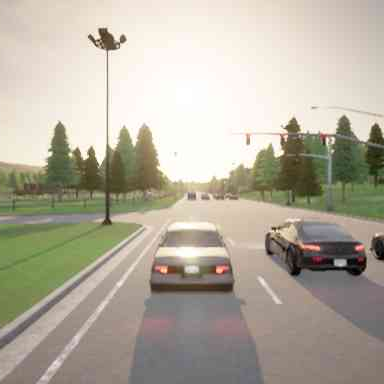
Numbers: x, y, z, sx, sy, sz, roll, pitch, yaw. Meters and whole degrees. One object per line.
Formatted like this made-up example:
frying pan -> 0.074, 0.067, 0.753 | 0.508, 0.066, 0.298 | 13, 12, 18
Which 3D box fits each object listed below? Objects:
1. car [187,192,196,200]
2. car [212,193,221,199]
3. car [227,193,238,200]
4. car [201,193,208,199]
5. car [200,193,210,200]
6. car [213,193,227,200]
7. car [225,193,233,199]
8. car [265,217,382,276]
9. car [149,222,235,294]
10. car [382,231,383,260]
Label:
car -> -0.036, 0.966, 83.584 | 2.150, 2.045, 5.566 | 0, 0, 0
car -> 6.960, 1.090, 93.977 | 2.033, 1.411, 5.357 | 0, 0, 0
car -> 10.464, 1.335, 84.006 | 1.895, 1.301, 4.718 | 0, 0, 0
car -> 3.460, 1.028, 93.976 | 1.882, 1.535, 5.008 | 0, 0, 0
car -> 3.464, 1.280, 83.556 | 2.033, 1.411, 5.357 | 0, 0, 0
car -> 6.964, 1.095, 83.944 | 2.097, 1.767, 4.553 | 0, 0, 0
car -> 10.460, 1.074, 93.979 | 1.812, 1.442, 4.674 | 0, 0, 0
car -> 3.515, 1.495, 10.148 | 1.812, 1.442, 4.674 | 0, 0, 0
car -> 0.001, 1.520, 8.870 | 2.033, 1.411, 5.357 | 0, 0, 0
car -> 7.004, 1.535, 9.609 | 1.994, 1.385, 4.181 | 0, 0, 1
